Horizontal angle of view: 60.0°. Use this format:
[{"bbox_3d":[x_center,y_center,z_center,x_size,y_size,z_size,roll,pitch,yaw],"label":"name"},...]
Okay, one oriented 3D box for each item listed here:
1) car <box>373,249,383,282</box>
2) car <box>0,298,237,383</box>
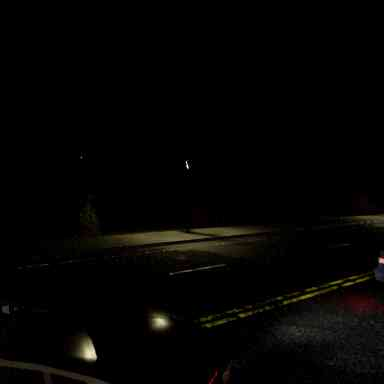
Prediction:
[{"bbox_3d":[6.574,1.550,8.179,5.357,1.411,2.033,0,0,-35],"label":"car"},{"bbox_3d":[-1.814,1.491,2.143,4.902,1.511,2.128,0,0,-36],"label":"car"}]
